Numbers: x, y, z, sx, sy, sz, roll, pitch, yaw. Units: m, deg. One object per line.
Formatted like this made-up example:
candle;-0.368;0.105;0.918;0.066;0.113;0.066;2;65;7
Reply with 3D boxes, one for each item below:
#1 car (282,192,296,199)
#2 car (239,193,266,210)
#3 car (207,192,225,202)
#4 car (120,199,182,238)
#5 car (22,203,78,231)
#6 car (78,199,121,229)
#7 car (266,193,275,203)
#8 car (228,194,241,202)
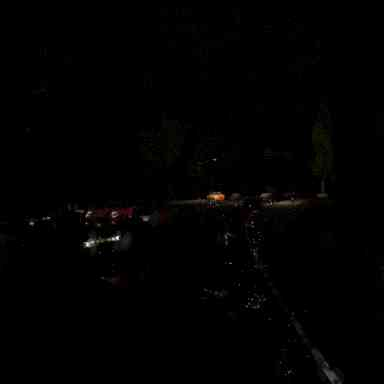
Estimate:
car;20.032;0.690;68.773;1.994;1.385;4.181;-1;1;30
car;6.989;1.200;38.022;1.837;1.490;4.892;0;1;18
car;4.335;0.845;60.455;2.097;1.767;4.553;-1;1;27
car;-1.843;1.270;17.386;2.097;1.767;4.553;0;0;7
car;-8.213;1.409;20.236;2.128;1.511;4.902;0;0;9
car;-4.837;1.258;20.734;2.097;1.767;4.553;0;0;9
car;12.473;0.920;55.274;2.128;1.511;4.902;-1;1;26
car;8.028;1.003;60.540;1.994;1.385;4.181;-1;1;27
